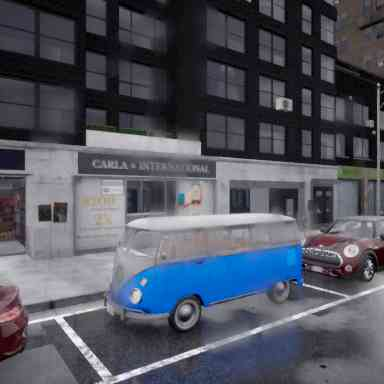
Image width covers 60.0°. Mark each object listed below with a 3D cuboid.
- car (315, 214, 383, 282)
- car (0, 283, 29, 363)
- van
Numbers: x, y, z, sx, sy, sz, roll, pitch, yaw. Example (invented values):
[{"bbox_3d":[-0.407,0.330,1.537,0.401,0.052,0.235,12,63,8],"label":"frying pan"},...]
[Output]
[{"bbox_3d":[4.815,1.440,9.648,4.097,1.590,1.967,0,0,-36],"label":"car"},{"bbox_3d":[-3.983,1.582,3.340,4.206,1.307,1.802,0,0,-36],"label":"car"},{"bbox_3d":[0.416,1.341,6.494,3.998,1.788,1.690,0,0,-36],"label":"van"}]
